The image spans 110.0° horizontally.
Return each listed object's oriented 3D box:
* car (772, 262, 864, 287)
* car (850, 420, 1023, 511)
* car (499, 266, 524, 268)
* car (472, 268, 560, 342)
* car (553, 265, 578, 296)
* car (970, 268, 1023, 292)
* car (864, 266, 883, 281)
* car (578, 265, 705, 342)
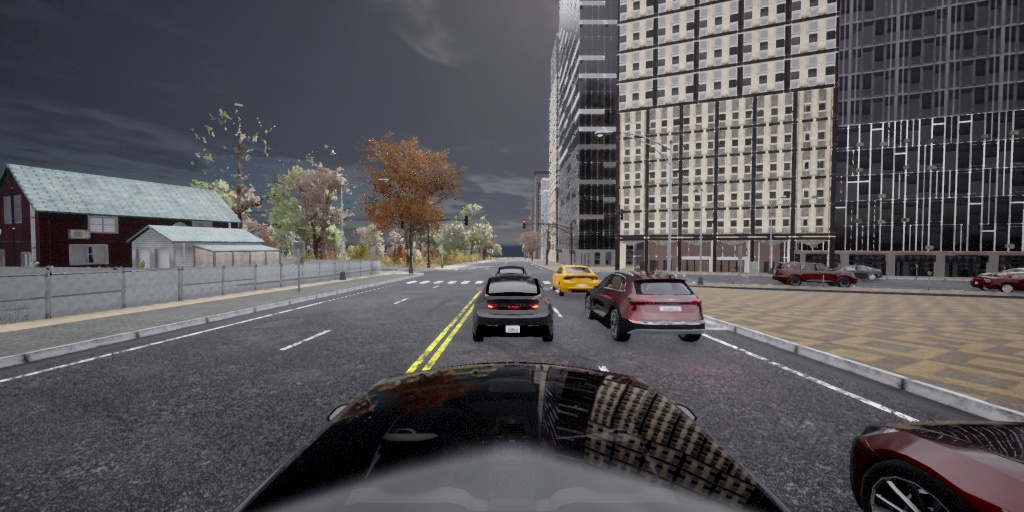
[{"bbox_3d":[22.967,1.393,27.478,5.009,1.841,2.192,0,0,20],"label":"car"},{"bbox_3d":[3.352,1.254,0.529,2.163,1.488,4.792,0,0,0],"label":"car"},{"bbox_3d":[-0.030,1.251,18.441,1.837,1.490,4.892,0,0,0],"label":"car"},{"bbox_3d":[0.030,1.252,9.774,1.837,1.490,4.892,0,0,0],"label":"car"},{"bbox_3d":[3.285,1.224,19.254,1.882,1.535,5.008,0,0,0],"label":"car"},{"bbox_3d":[33.620,1.715,23.599,4.507,1.381,1.888,0,0,20],"label":"car"},{"bbox_3d":[30.991,1.468,32.940,4.403,1.370,2.007,0,0,20],"label":"car"},{"bbox_3d":[3.335,1.177,9.790,2.033,1.649,4.856,0,0,0],"label":"car"}]
